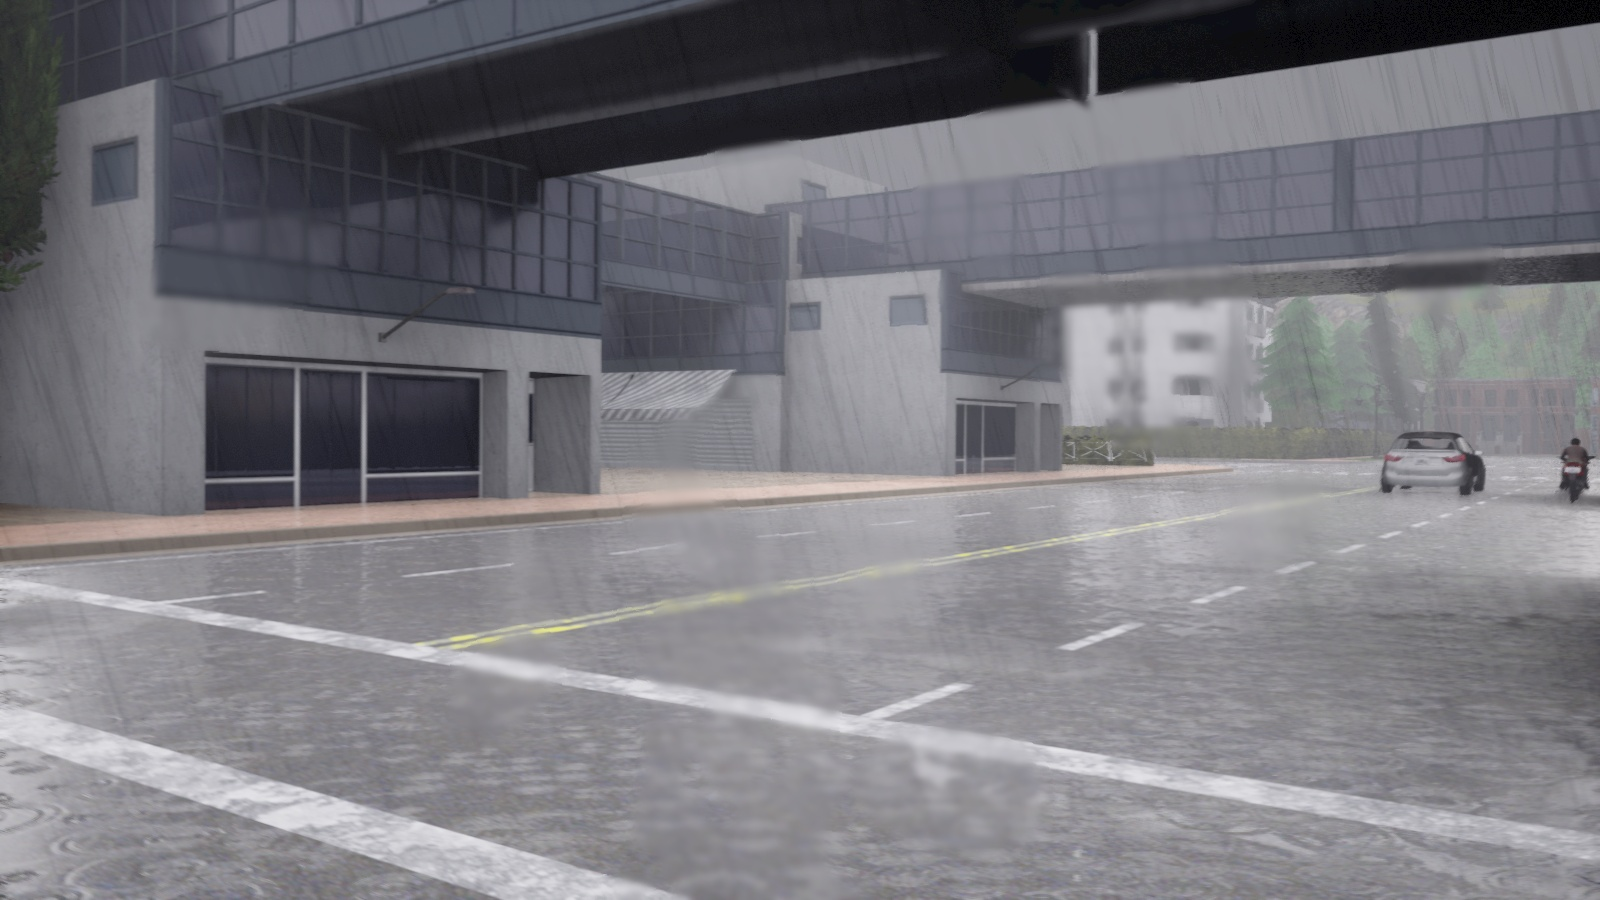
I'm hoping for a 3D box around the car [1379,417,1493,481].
[{"bbox_3d":[17.727,-0.061,34.873,2.242,1.667,4.611,0,1,34],"label":"car"}]

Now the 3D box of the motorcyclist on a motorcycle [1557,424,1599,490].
[{"bbox_3d":[18.424,0.141,29.689,0.797,1.523,2.044,0,1,34],"label":"motorcyclist on a motorcycle"}]
